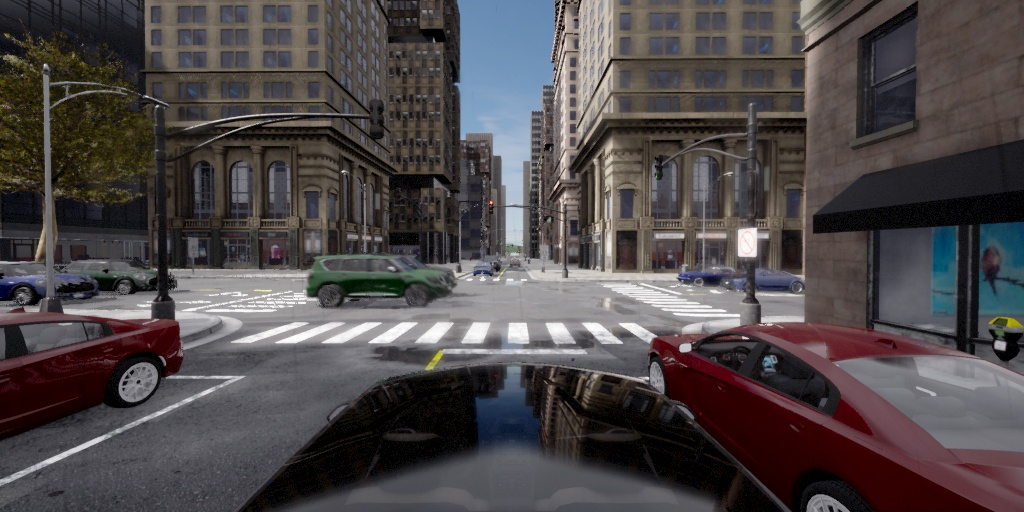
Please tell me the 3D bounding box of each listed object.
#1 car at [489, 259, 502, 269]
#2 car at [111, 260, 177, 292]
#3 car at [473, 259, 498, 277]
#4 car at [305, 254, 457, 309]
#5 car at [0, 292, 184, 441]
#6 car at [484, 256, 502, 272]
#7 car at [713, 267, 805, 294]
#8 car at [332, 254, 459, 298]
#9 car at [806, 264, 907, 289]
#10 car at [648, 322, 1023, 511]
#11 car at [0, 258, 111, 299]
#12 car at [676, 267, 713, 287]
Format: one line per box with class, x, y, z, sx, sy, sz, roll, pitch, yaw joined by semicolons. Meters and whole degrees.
car;-2.603;1.243;56.860;1.837;1.490;4.892;0;0;1
car;-19.654;0.974;17.924;4.553;1.767;2.097;0;1;0
car;-2.809;1.289;36.220;2.033;1.411;5.357;0;0;0
car;-5.316;0.970;14.556;5.566;2.045;2.150;0;0;0
car;-5.755;1.294;3.438;1.888;1.381;4.507;0;0;0
car;-2.714;0.961;46.406;2.150;2.045;5.566;0;0;1
car;14.634;1.419;21.076;4.181;1.385;1.994;0;1;0
car;-5.591;0.939;17.802;5.566;2.045;2.150;0;1;0
car;23.169;1.359;24.249;5.008;1.535;1.882;0;1;0
car;2.770;1.294;3.371;1.888;1.381;4.507;0;0;0
car;-19.976;1.017;14.674;4.553;1.767;2.097;0;1;1
car;13.810;1.402;24.334;4.718;1.301;1.895;0;1;1
